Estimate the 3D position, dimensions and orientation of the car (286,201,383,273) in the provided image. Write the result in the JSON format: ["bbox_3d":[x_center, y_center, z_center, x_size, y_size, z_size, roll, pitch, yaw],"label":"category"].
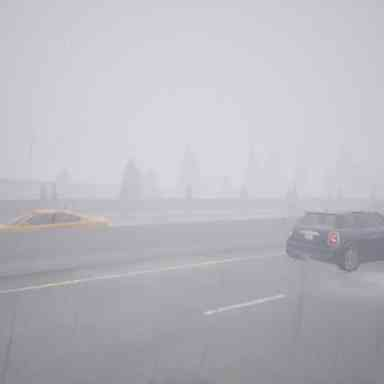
[{"bbox_3d":[5.286,1.335,10.755,4.553,1.767,2.097,0,0,-29],"label":"car"}]

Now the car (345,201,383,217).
[{"bbox_3d":[17.313,1.549,31.197,5.357,1.411,2.033,0,0,-17],"label":"car"}]

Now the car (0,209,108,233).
[{"bbox_3d":[-5.671,1.425,12.605,5.008,1.535,1.882,0,0,-33],"label":"car"}]
